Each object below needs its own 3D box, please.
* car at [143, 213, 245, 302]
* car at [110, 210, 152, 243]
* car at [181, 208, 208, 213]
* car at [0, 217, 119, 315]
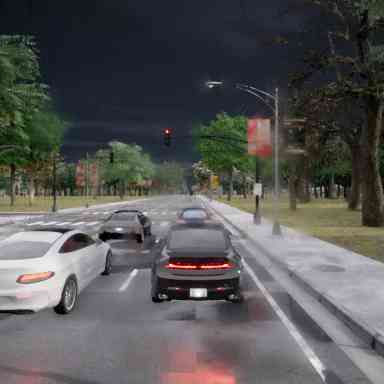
[{"bbox_3d":[0.117,1.505,8.212,1.837,1.490,4.892,0,0,0],"label":"car"},{"bbox_3d":[-3.118,1.566,16.209,1.994,1.385,4.181,0,0,0],"label":"car"},{"bbox_3d":[0.134,1.528,17.283,1.812,1.442,4.674,0,0,0],"label":"car"},{"bbox_3d":[-3.136,1.526,7.450,1.812,1.442,4.674,0,0,0],"label":"car"}]
